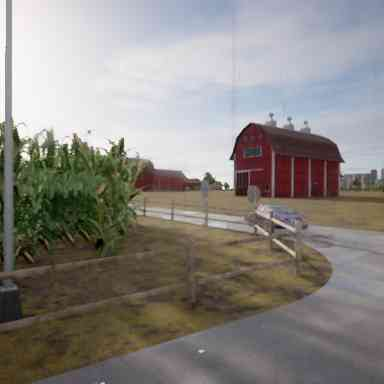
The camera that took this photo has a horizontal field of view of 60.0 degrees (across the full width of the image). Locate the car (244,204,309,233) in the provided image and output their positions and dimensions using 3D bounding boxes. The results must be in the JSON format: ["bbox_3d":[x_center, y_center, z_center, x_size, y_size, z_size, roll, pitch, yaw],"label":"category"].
[{"bbox_3d":[4.405,1.350,18.165,2.033,1.411,5.357,1,0,-7],"label":"car"}]
